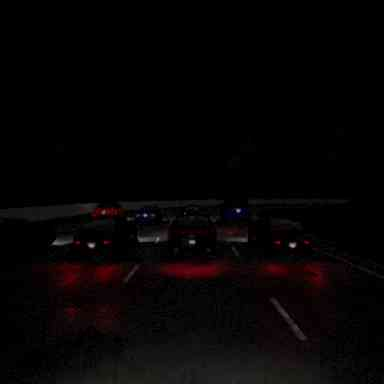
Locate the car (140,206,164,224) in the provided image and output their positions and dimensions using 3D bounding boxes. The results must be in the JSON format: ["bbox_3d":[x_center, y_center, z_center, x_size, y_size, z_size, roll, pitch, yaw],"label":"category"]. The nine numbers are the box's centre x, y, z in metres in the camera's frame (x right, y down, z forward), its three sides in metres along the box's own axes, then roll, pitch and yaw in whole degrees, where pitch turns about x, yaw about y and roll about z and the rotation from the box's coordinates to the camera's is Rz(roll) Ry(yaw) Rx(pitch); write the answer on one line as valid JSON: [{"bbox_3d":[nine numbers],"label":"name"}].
[{"bbox_3d":[-3.471,1.849,27.521,2.033,1.411,5.357,0,-1,1],"label":"car"}]

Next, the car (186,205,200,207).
[{"bbox_3d":[0.080,1.842,28.868,1.812,1.442,4.674,0,0,2],"label":"car"}]

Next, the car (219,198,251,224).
[{"bbox_3d":[3.530,1.527,27.554,2.150,2.045,5.566,0,0,1],"label":"car"}]

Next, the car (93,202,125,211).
[{"bbox_3d":[-6.931,1.662,28.407,2.097,1.767,4.553,0,-1,1],"label":"car"}]

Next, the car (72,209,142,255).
[{"bbox_3d":[-3.473,1.678,13.875,1.812,1.442,4.674,0,0,1],"label":"car"}]

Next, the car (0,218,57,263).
[{"bbox_3d":[-6.990,1.685,12.498,2.033,1.411,5.357,0,-1,0],"label":"car"}]

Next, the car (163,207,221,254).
[{"bbox_3d":[0.030,1.634,14.220,1.882,1.535,5.008,0,0,1],"label":"car"}]

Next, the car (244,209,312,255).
[{"bbox_3d":[3.527,1.679,13.883,1.812,1.442,4.674,0,0,1],"label":"car"}]
